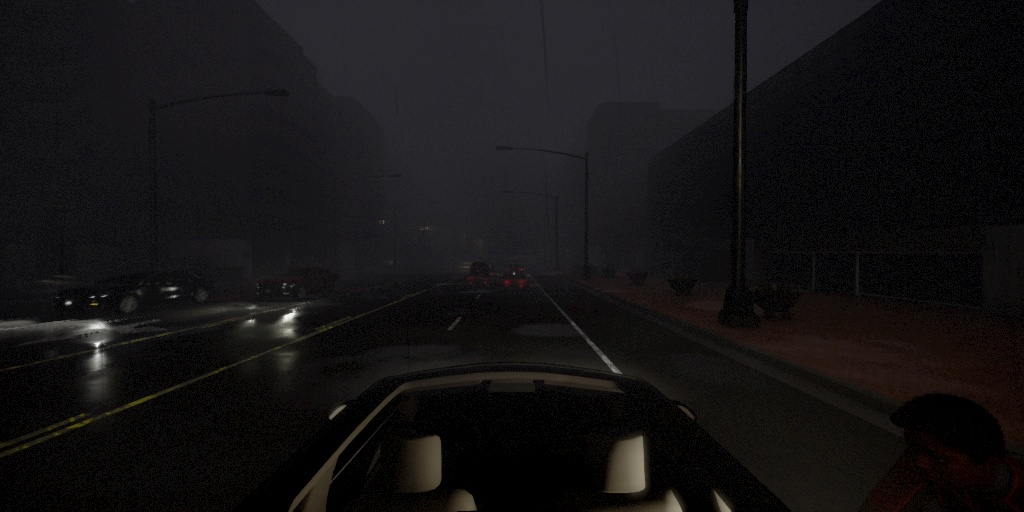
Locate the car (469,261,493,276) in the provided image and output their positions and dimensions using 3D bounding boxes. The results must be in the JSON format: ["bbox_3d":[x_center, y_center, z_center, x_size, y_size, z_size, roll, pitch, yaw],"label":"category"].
[{"bbox_3d":[-3.322,1.304,37.735,1.882,1.535,5.008,0,0,0],"label":"car"}]

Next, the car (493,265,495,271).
[{"bbox_3d":[-3.319,1.437,47.671,1.895,1.301,4.718,0,0,0],"label":"car"}]

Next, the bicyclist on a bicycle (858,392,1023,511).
[{"bbox_3d":[1.426,1.256,1.085,1.656,1.620,0.582,3,0,-1],"label":"bicyclist on a bicycle"}]

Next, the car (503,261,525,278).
[{"bbox_3d":[0.180,1.348,34.505,1.812,1.442,4.674,0,0,0],"label":"car"}]

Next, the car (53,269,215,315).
[{"bbox_3d":[-14.029,1.264,13.776,1.837,1.490,4.892,0,-1,0],"label":"car"}]

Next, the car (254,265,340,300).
[{"bbox_3d":[-10.517,1.248,17.975,1.882,1.535,5.008,0,0,0],"label":"car"}]
